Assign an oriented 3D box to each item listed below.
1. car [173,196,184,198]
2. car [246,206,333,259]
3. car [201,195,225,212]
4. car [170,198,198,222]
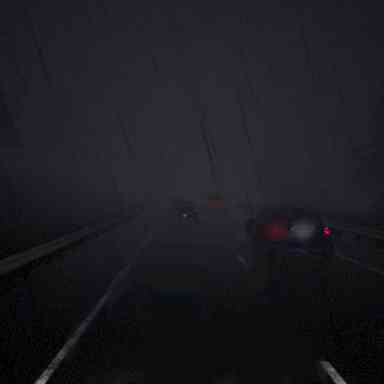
[{"bbox_3d":[-1.682,1.279,41.220,1.837,1.490,4.892,0,0,-4],"label":"car"},{"bbox_3d":[3.383,1.281,12.440,2.097,1.767,4.553,0,0,-1],"label":"car"},{"bbox_3d":[2.223,1.155,35.744,2.097,1.767,4.553,0,0,-4],"label":"car"},{"bbox_3d":[-0.601,1.391,24.654,1.812,1.442,4.674,0,0,-3],"label":"car"}]
